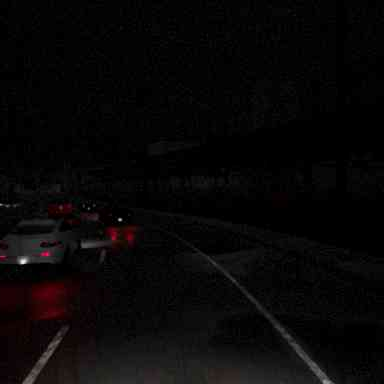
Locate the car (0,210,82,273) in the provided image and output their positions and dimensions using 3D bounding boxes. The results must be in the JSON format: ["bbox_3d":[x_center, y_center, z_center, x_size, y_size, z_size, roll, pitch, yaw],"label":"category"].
[{"bbox_3d":[-4.815,1.553,10.865,1.812,1.442,4.674,0,0,-12],"label":"car"}]

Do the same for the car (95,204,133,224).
[{"bbox_3d":[-5.833,1.629,25.012,1.895,1.301,4.718,-1,0,-23],"label":"car"}]

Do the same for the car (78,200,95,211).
[{"bbox_3d":[-13.205,1.708,41.685,1.895,1.301,4.718,-1,0,-24],"label":"car"}]

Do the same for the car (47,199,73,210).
[{"bbox_3d":[-12.628,1.457,31.777,2.097,1.767,4.553,-1,0,-24],"label":"car"}]

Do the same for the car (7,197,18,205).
[{"bbox_3d":[-36.701,1.781,68.157,2.033,1.411,5.357,-1,1,-24],"label":"car"}]

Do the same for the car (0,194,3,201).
[{"bbox_3d":[-41.931,1.321,71.249,2.150,2.045,5.566,-1,1,-24],"label":"car"}]
